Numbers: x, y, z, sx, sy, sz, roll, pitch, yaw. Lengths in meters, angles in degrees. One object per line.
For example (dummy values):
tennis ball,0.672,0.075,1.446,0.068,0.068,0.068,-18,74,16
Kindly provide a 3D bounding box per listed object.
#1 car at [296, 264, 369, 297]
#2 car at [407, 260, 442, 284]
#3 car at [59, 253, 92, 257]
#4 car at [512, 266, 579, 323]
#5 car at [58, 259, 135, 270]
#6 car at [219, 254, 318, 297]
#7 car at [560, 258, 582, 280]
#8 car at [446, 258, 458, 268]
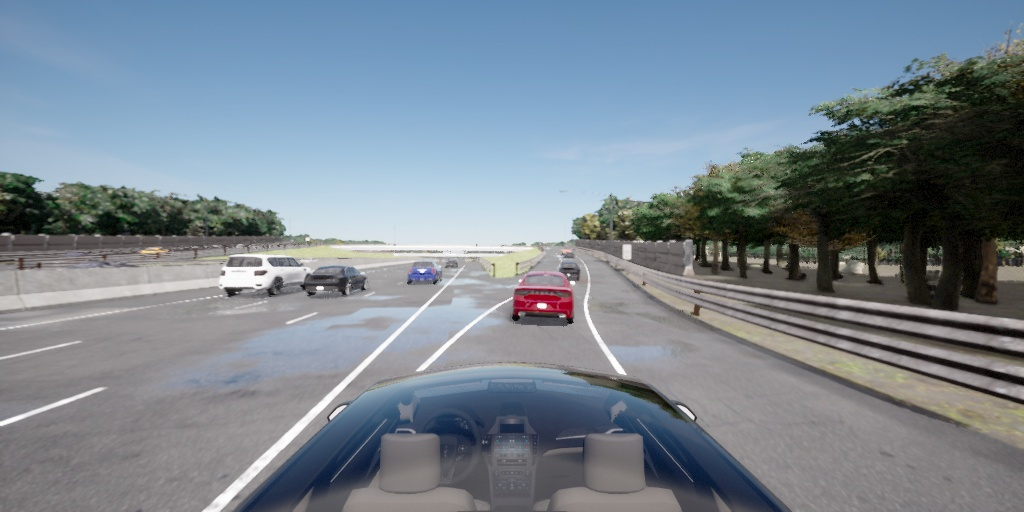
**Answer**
car,-9.095,1.244,18.971,1.837,1.490,4.892,0,0,-6
car,-6.501,1.120,27.202,2.097,1.767,4.553,0,0,-6
car,-49.975,0.306,41.045,1.994,1.385,4.181,1,2,-21
car,1.190,1.282,12.630,1.882,1.535,5.008,2,0,8
car,-31.206,1.135,27.028,2.128,1.511,4.902,0,0,-6
car,-12.598,0.943,18.851,2.150,2.045,5.566,0,0,-6
car,5.107,1.254,31.857,1.837,1.490,4.892,0,1,12
car,-9.807,1.142,58.936,2.128,1.511,4.902,0,0,-6
